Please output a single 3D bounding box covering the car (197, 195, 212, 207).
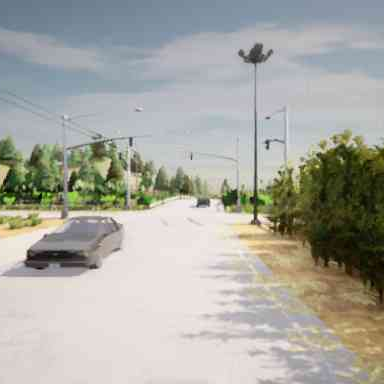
[{"bbox_3d":[1.689,1.222,46.499,1.837,1.490,4.892,0,3,5],"label":"car"}]

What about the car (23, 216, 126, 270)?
[{"bbox_3d":[-3.568,1.542,11.328,2.033,1.411,5.357,0,0,0],"label":"car"}]
